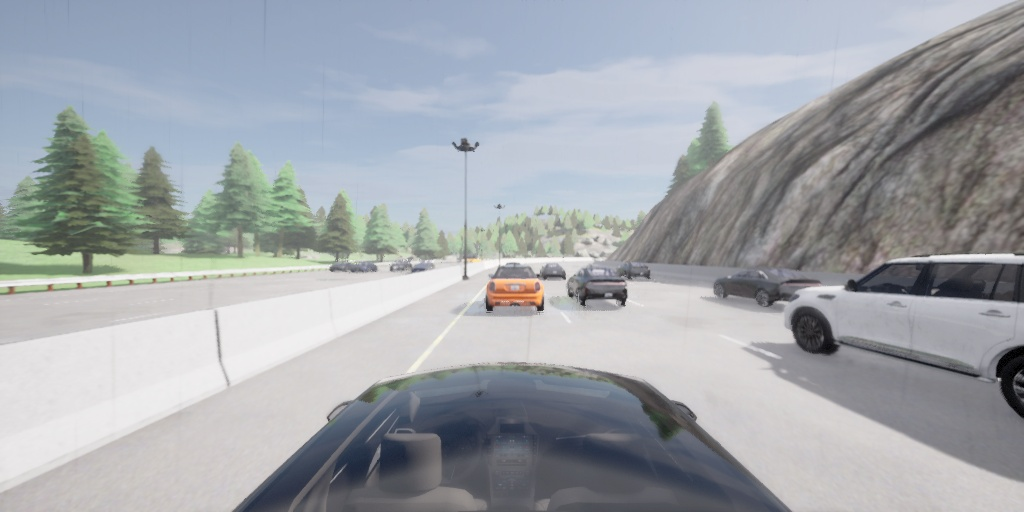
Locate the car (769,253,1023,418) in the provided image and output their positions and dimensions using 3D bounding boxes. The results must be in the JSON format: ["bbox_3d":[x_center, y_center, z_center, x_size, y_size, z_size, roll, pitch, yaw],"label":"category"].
[{"bbox_3d":[7.098,0.975,5.543,2.150,2.045,5.566,0,0,0],"label":"car"}]

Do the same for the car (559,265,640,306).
[{"bbox_3d":[3.602,1.252,15.794,2.128,1.511,4.902,0,0,0],"label":"car"}]

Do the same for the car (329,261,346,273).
[{"bbox_3d":[-21.050,1.344,44.815,1.994,1.385,4.181,0,0,0],"label":"car"}]

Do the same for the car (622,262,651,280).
[{"bbox_3d":[10.604,1.264,31.684,2.128,1.511,4.902,0,0,0],"label":"car"}]

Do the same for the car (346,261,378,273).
[{"bbox_3d":[-17.565,1.342,42.795,1.994,1.385,4.181,0,0,0],"label":"car"}]

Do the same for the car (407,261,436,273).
[{"bbox_3d":[-10.582,1.327,43.465,2.033,1.411,5.357,0,0,0],"label":"car"}]

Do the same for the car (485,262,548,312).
[{"bbox_3d":[0.101,1.111,14.406,2.097,1.767,4.553,0,0,0],"label":"car"}]

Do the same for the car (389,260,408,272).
[{"bbox_3d":[-14.046,1.272,45.628,2.128,1.511,4.902,0,0,1],"label":"car"}]

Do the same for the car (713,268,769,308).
[{"bbox_3d":[10.602,1.252,15.281,2.128,1.511,4.902,0,0,0],"label":"car"}]

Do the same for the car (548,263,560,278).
[{"bbox_3d":[3.603,1.336,32.215,1.994,1.385,4.181,0,0,0],"label":"car"}]
